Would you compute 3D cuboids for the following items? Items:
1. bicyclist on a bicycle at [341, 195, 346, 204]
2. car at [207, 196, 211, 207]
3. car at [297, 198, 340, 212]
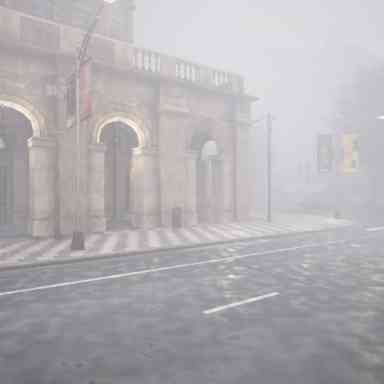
[{"bbox_3d":[25.798,1.298,56.543,1.656,1.620,0.582,0,0,-36],"label":"bicyclist on a bicycle"},{"bbox_3d":[1.169,1.594,46.040,1.895,1.301,4.718,0,0,-36],"label":"car"},{"bbox_3d":[14.650,1.503,38.664,1.837,1.490,4.892,0,0,-36],"label":"car"}]
